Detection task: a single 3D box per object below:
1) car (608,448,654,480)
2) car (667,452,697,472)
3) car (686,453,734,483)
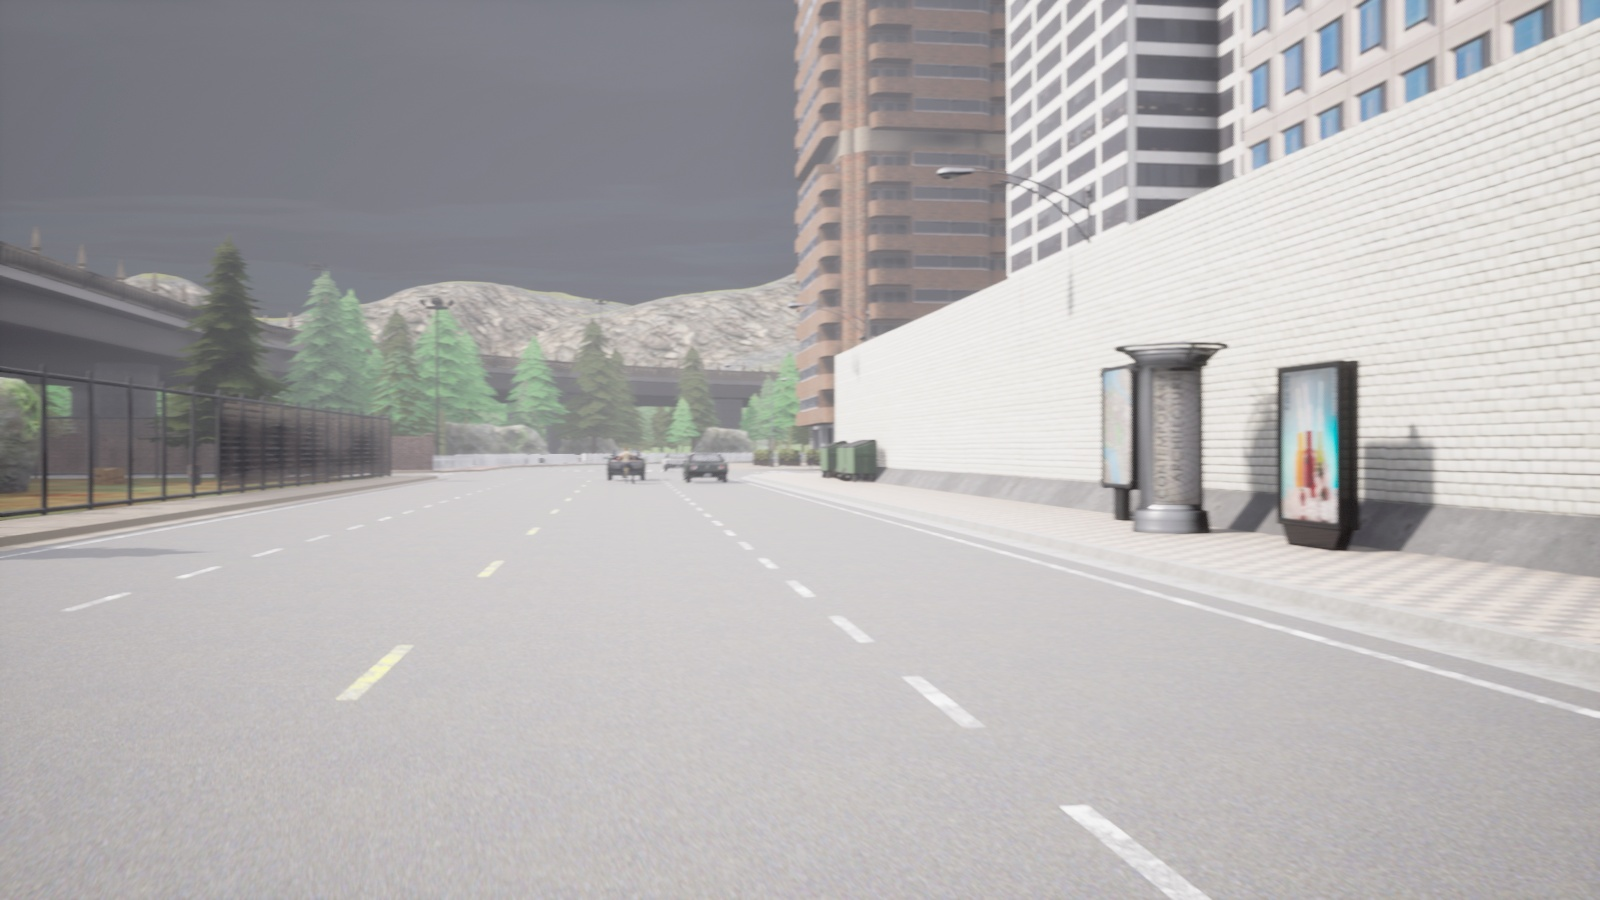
[{"bbox_3d":[-8.195,0.640,60.994,2.128,1.511,4.902,0,0,-8],"label":"car"},{"bbox_3d":[-8.169,0.794,86.797,1.895,1.301,4.718,0,0,-8],"label":"car"},{"bbox_3d":[-4.114,0.783,56.955,1.895,1.301,4.718,0,0,-8],"label":"car"}]
